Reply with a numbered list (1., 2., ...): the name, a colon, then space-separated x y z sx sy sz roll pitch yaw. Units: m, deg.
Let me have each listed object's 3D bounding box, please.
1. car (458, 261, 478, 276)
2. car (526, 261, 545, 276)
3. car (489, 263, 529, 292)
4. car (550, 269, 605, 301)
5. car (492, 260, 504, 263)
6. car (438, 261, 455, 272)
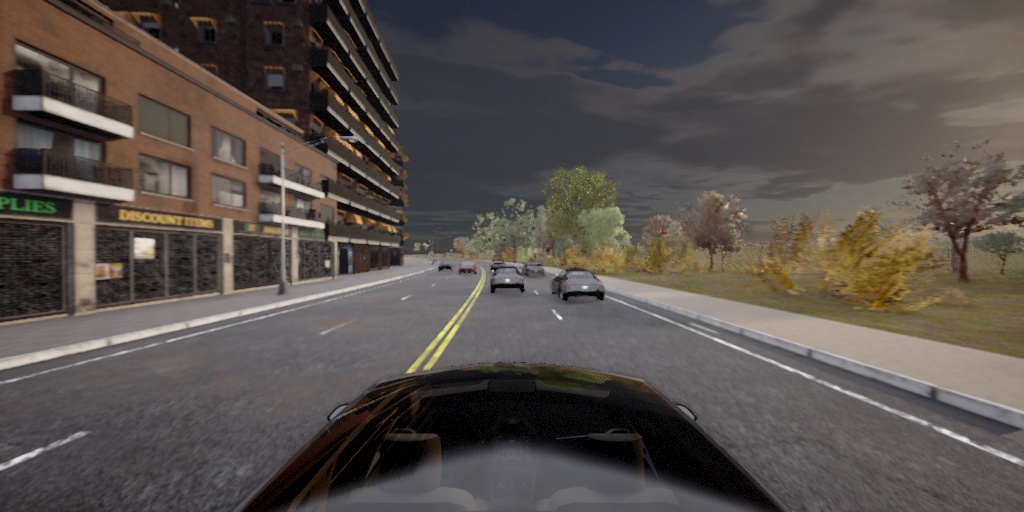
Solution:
1. car: -4.721 1.226 38.424 1.882 1.535 5.008 0 0 -4
2. car: 2.106 1.218 36.196 2.128 1.511 4.902 0 0 -4
3. car: -0.319 1.308 21.579 1.994 1.385 4.181 0 0 -2
4. car: 3.075 1.300 17.455 1.994 1.385 4.181 0 0 -2
5. car: -1.825 1.235 45.146 1.837 1.490 4.892 0 0 -5
6. car: -8.667 1.356 47.530 1.895 1.301 4.718 0 0 -5
